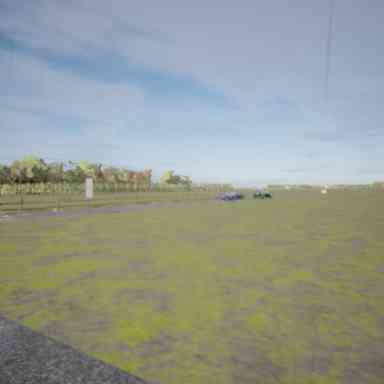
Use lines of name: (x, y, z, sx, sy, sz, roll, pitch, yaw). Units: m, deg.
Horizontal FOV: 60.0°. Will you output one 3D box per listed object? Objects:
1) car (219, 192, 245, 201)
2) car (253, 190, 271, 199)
car: (6.732, 0.752, 53.042, 1.895, 1.301, 4.718, -1, 1, 36)
car: (13.099, 0.323, 62.130, 2.097, 1.767, 4.553, -1, 1, 35)
